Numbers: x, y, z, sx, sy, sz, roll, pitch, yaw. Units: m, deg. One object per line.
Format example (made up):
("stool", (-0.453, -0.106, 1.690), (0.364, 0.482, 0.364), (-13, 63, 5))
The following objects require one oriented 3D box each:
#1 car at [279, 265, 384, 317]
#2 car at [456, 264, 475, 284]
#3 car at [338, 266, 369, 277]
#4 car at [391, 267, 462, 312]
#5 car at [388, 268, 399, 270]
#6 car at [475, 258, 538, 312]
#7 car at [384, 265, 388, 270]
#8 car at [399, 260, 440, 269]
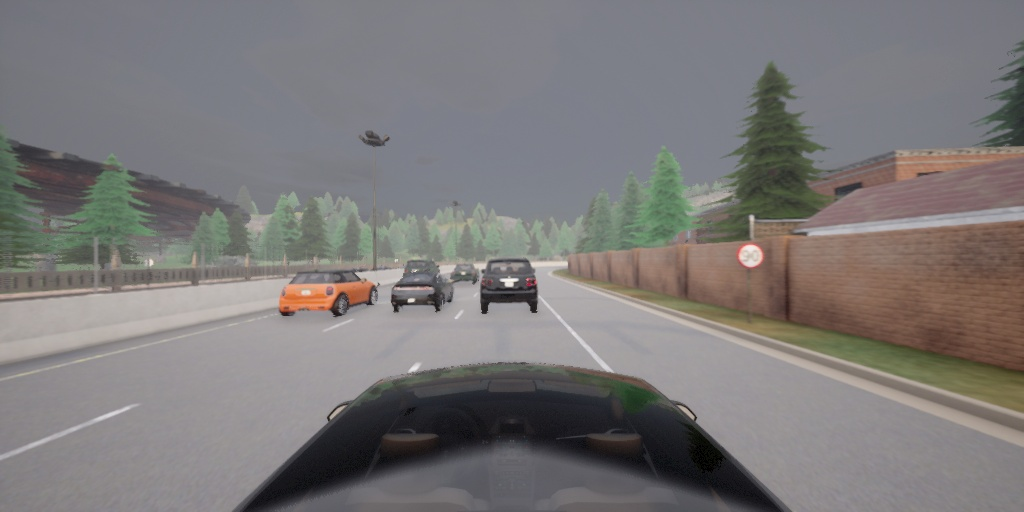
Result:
("car", (-7.128, 1.304, 14.468), (2.097, 1.767, 4.553), (-1, -1, -1))
("car", (-3.943, 1.446, 30.915), (2.097, 1.767, 4.553), (-1, -1, -1))
("car", (-21.465, 2.047, 48.720), (1.895, 1.301, 4.718), (-1, -1, 4))
("car", (-3.636, 1.417, 15.234), (2.128, 1.511, 4.902), (-1, -1, -1))
("car", (-14.458, 1.929, 48.833), (2.033, 1.411, 5.357), (-1, -1, 4))
("car", (-0.136, 1.113, 15.155), (2.150, 2.045, 5.566), (-1, -1, -1))
("car", (-17.884, 1.981, 49.034), (1.994, 1.385, 4.181), (-1, -1, 4))
("car", (-7.427, 1.339, 30.136), (2.150, 2.045, 5.566), (-1, -1, -1))
